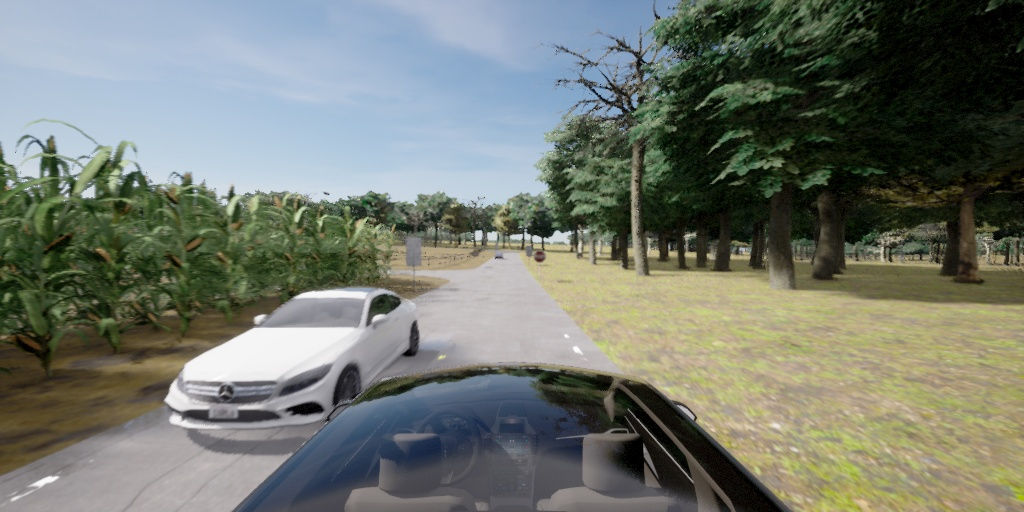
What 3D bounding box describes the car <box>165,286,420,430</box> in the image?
[{"bbox_3d":[-2.842,1.271,5.884,1.812,1.442,4.674,0,0,0],"label":"car"}]
